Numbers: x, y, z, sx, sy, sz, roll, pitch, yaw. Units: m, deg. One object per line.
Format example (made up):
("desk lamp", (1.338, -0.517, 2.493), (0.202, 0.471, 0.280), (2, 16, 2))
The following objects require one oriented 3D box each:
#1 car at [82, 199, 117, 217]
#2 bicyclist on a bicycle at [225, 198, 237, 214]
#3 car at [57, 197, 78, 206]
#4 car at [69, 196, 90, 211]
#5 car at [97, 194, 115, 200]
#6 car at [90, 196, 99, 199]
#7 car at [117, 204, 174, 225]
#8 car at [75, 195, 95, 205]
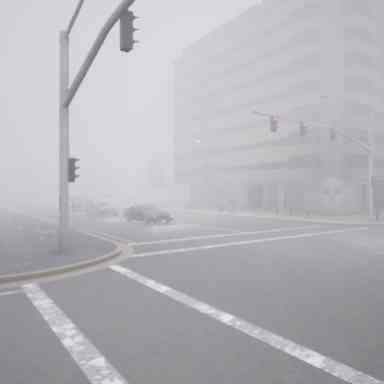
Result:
("car", (-9.033, 1.684, 33.137), (1.895, 1.301, 4.718), (0, 0, -35))
("bicyclist on a bicycle", (3.970, 1.406, 33.772), (1.656, 1.620, 0.582), (0, 0, -35))
("car", (-21.409, 1.585, 57.015), (2.128, 1.511, 4.902), (0, 0, -35))
("car", (-14.725, 1.436, 41.206), (2.097, 1.767, 4.553), (0, 0, -35))
("car", (-13.957, 1.321, 52.563), (2.150, 2.045, 5.566), (0, 0, -35))
("car", (-16.022, 1.570, 49.417), (1.882, 1.535, 5.008), (0, 0, -35))
("car", (-3.484, 1.630, 25.292), (2.033, 1.411, 5.357), (0, 0, -35))
("car", (-19.463, 1.453, 60.344), (2.097, 1.767, 4.553), (0, 0, -35))
